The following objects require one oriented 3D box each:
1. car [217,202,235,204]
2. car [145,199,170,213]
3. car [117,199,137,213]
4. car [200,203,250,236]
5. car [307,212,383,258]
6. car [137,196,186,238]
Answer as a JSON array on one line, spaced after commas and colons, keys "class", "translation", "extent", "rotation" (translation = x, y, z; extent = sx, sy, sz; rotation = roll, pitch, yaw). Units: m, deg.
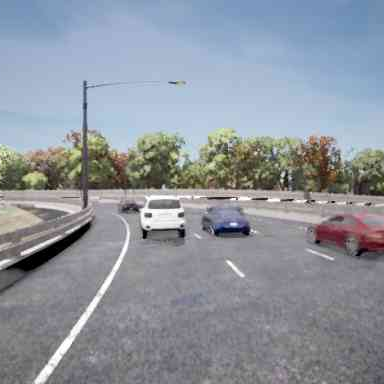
[{"class": "car", "translation": [2.875, 1.552, 29.365], "extent": [2.033, 1.411, 5.357], "rotation": [0, 0, -15]}, {"class": "car", "translation": [-4.157, 1.628, 39.415], "extent": [1.994, 1.385, 4.181], "rotation": [0, 0, -21]}, {"class": "car", "translation": [-7.439, 1.592, 38.263], "extent": [1.837, 1.490, 4.892], "rotation": [0, 0, -21]}, {"class": "car", "translation": [1.728, 1.568, 18.469], "extent": [1.994, 1.385, 4.181], "rotation": [0, 0, -10]}, {"class": "car", "translation": [6.139, 1.493, 12.645], "extent": [1.812, 1.442, 4.674], "rotation": [0, 0, -7]}, {"class": "car", "translation": [-1.715, 1.251, 18.209], "extent": [2.150, 2.045, 5.566], "rotation": [0, 0, -10]}]
